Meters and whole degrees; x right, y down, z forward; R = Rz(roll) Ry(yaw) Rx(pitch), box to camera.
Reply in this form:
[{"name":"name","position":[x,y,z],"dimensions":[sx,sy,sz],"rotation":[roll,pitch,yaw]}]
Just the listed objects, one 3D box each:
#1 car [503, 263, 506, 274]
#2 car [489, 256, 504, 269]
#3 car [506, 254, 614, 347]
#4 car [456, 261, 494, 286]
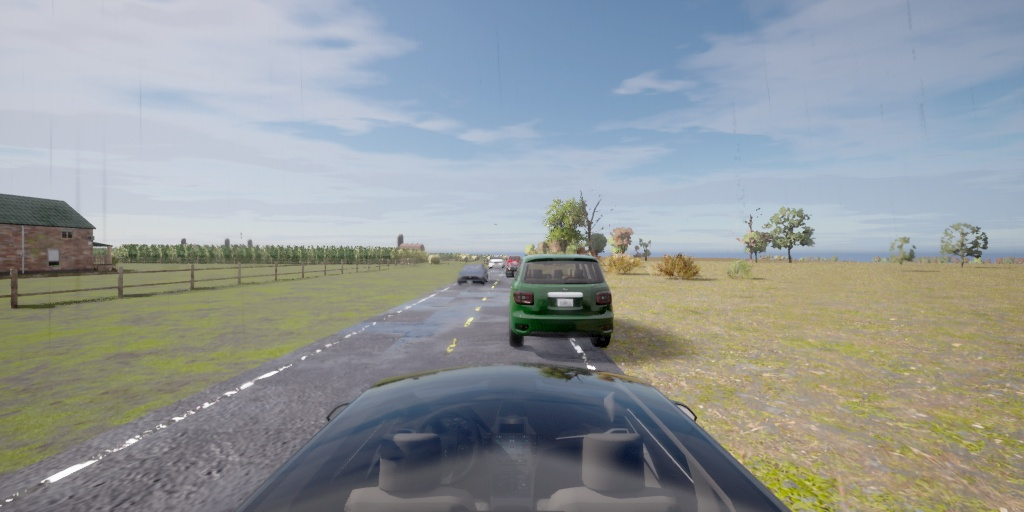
[{"name":"car","position":[0.348,1.344,38.481],"dimensions":[1.895,1.301,4.718],"rotation":[0,0,1]},{"name":"car","position":[-2.359,0.961,56.243],"dimensions":[2.150,2.045,5.566],"rotation":[0,0,0]},{"name":"car","position":[1.025,0.973,9.442],"dimensions":[2.150,2.045,5.566],"rotation":[0,0,0]},{"name":"car","position":[-2.674,1.293,25.604],"dimensions":[2.033,1.411,5.357],"rotation":[0,0,0]}]
